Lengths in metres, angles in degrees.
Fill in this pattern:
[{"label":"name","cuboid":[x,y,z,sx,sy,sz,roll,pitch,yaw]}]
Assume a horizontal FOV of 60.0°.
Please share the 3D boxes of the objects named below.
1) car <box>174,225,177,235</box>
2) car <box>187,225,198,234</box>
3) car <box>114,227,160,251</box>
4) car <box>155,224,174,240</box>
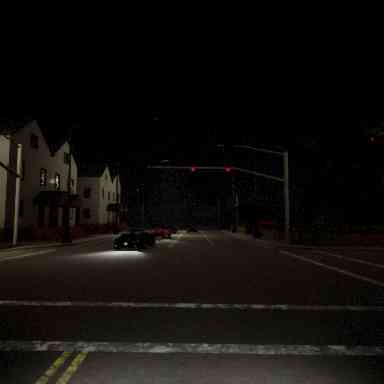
[{"label":"car","cuboid":[-3.492,5.997,53.189,1.837,1.490,4.892,0,-5,0]},{"label":"car","cuboid":[0.107,6.475,57.881,2.033,1.411,5.357,0,-5,0]},{"label":"car","cuboid":[-4.065,3.456,24.149,1.994,1.385,4.181,-1,-5,11]},{"label":"car","cuboid":[-3.523,4.509,38.309,2.097,1.767,4.553,0,-5,0]}]
